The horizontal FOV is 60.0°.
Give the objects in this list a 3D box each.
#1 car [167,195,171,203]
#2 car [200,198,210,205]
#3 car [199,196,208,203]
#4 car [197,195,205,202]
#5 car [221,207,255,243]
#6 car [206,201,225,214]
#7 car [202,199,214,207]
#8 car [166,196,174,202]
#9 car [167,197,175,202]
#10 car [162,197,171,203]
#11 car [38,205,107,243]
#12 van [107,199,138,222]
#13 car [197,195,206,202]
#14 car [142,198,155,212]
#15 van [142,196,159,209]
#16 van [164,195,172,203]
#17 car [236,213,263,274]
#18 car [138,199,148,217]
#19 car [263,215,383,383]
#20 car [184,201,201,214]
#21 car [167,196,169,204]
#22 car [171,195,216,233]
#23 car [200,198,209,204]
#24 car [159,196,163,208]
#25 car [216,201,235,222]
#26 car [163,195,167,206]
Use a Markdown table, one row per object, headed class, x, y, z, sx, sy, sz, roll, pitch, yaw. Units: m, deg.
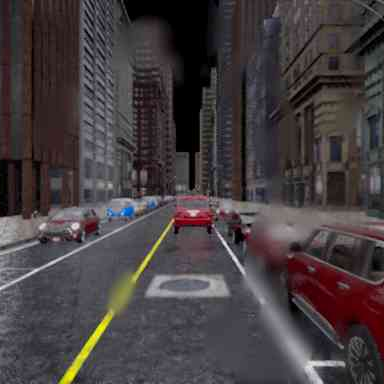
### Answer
| class | x | y | z | sx | sy | sz | roll | pitch | yaw |
| --- | --- | --- | --- | --- | --- | --- | --- | --- | --- |
| car | -5.905 | 1.861 | 66.905 | 1.947 | 1.339 | 4.313 | 0 | 0 | 0 |
| car | 2.620 | 1.877 | 66.928 | 1.802 | 1.307 | 4.206 | 0 | 0 | 0 |
| car | 2.595 | 1.790 | 78.202 | 1.967 | 1.590 | 4.097 | 0 | 0 | 0 |
| car | 2.559 | 1.754 | 95.110 | 2.192 | 1.841 | 5.009 | 0 | 0 | 0 |
| car | 2.726 | 1.634 | 16.202 | 1.947 | 1.339 | 4.313 | 0 | 0 | 0 |
| car | 2.679 | 1.731 | 38.747 | 1.947 | 1.339 | 4.313 | 0 | 0 | 0 |
| car | 2.643 | 1.825 | 55.656 | 1.802 | 1.307 | 4.206 | 0 | 0 | 0 |
| car | -5.953 | 1.932 | 89.281 | 1.752 | 1.417 | 4.829 | 0 | 0 | 0 |
| car | -5.965 | 2.020 | 95.088 | 1.802 | 1.307 | 4.206 | 0 | 0 | 0 |
| car | -5.929 | 1.932 | 78.178 | 1.802 | 1.307 | 4.206 | 0 | 0 | 0 |
| car | -5.799 | 1.508 | 16.177 | 1.967 | 1.590 | 4.097 | 0 | 0 | 0 |
| van | -5.823 | 1.456 | 27.450 | 1.690 | 1.788 | 3.998 | 0 | 0 | 0 |
| car | 2.571 | 1.723 | 89.473 | 2.192 | 1.841 | 5.009 | 0 | 0 | 0 |
| car | -5.846 | 1.715 | 38.722 | 2.008 | 1.369 | 4.403 | 0 | 0 | 0 |
| van | -5.859 | 1.531 | 44.360 | 1.690 | 1.788 | 3.998 | 0 | 0 | 0 |
| van | -5.942 | 1.719 | 83.816 | 1.690 | 1.788 | 3.998 | 0 | 0 | 0 |
| car | 2.738 | 1.589 | 10.566 | 1.887 | 1.381 | 4.507 | 0 | 0 | 0 |
| car | -5.834 | 1.664 | 32.916 | 1.752 | 1.417 | 4.829 | 0 | 0 | 0 |
| car | 2.749 | 1.336 | 4.931 | 2.192 | 1.841 | 5.009 | 0 | 0 | 0 |
| car | 0.019 | 1.765 | 38.577 | 1.895 | 1.301 | 4.718 | 0 | 0 | 0 |
| car | -5.893 | 1.834 | 61.269 | 1.947 | 1.339 | 4.313 | 0 | 0 | 0 |
| car | 0.057 | 1.308 | 20.551 | 2.150 | 2.045 | 5.566 | 0 | 0 | 0 |
| car | 2.608 | 1.904 | 72.565 | 1.802 | 1.307 | 4.206 | 0 | 0 | 0 |
| car | -5.870 | 1.656 | 49.995 | 1.967 | 1.590 | 4.097 | 0 | 0 | 0 |
| car | 2.702 | 1.556 | 27.475 | 1.967 | 1.590 | 4.097 | 0 | 0 | 0 |
| car | -5.883 | 1.557 | 55.633 | 2.192 | 1.841 | 5.009 | 0 | 0 | 0 |
